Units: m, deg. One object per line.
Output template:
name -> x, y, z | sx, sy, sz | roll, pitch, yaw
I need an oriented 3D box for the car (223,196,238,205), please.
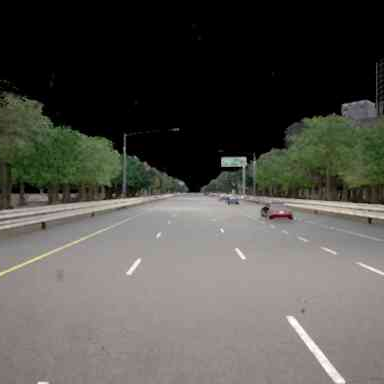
car -> 7.214, 1.538, 60.014 | 1.812, 1.442, 4.674 | 0, 0, 0

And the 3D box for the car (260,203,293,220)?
car -> 7.053, 1.575, 28.145 | 1.994, 1.385, 4.181 | 0, 0, 0

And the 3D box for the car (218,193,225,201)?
car -> 7.382, 1.591, 81.168 | 1.895, 1.301, 4.718 | 0, 0, 0
